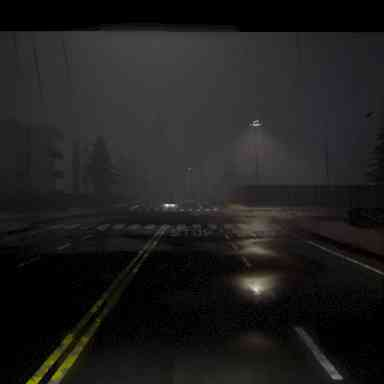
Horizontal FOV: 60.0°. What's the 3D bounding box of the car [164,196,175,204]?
[{"bbox_3d":[-4.155,1.421,62.692,2.128,1.511,4.902,0,0,0],"label":"car"}]
